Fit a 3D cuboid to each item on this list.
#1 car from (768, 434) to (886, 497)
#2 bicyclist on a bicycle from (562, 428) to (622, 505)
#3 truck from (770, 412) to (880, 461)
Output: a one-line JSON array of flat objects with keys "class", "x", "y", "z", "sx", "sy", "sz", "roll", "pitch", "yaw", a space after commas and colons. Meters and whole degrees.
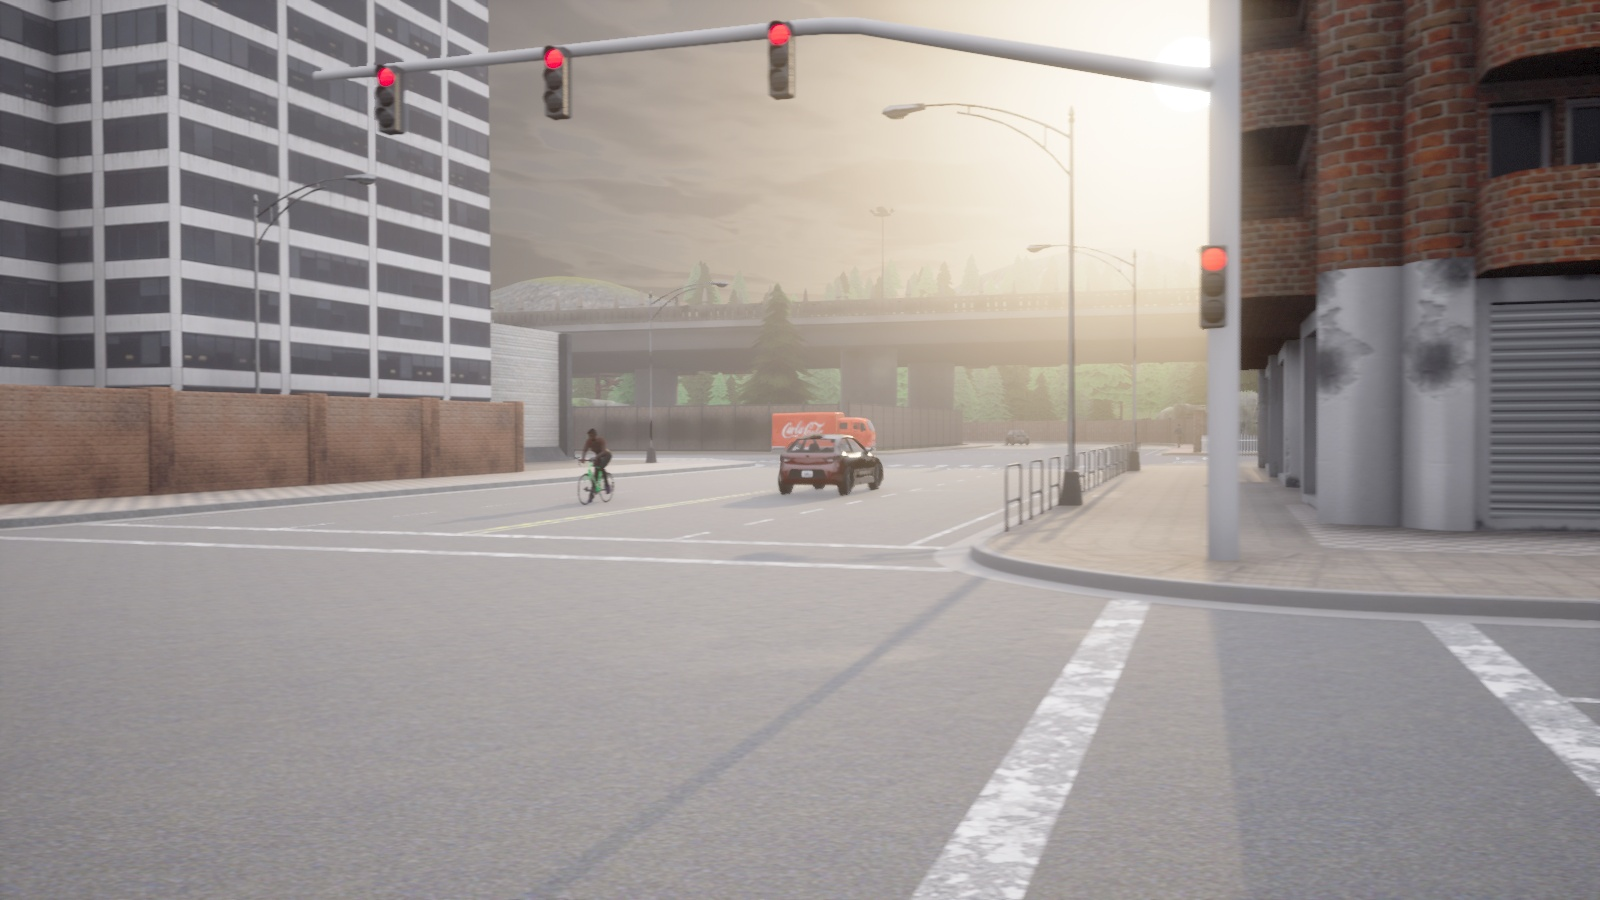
[{"class": "car", "x": 0.765, "y": 0.334, "z": 31.765, "sx": 1.816, "sy": 1.474, "sz": 4.193, "roll": 1, "pitch": 1, "yaw": 18}, {"class": "bicyclist on a bicycle", "x": -4.470, "y": 0.329, "z": 27.083, "sx": 0.582, "sy": 1.620, "sz": 1.656, "roll": 1, "pitch": 1, "yaw": 18}, {"class": "truck", "x": 1.325, "y": -0.698, "z": 64.992, "sx": 5.204, "sy": 2.467, "sz": 2.627, "roll": 0, "pitch": 2, "yaw": 14}]
